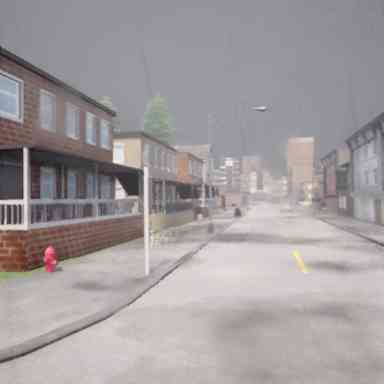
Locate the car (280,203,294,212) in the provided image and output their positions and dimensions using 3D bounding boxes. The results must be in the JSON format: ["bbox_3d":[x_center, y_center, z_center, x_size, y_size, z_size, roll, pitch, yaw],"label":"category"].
[{"bbox_3d":[15.484,2.536,54.394,1.812,1.442,4.674,-1,-1,14],"label":"car"}]
